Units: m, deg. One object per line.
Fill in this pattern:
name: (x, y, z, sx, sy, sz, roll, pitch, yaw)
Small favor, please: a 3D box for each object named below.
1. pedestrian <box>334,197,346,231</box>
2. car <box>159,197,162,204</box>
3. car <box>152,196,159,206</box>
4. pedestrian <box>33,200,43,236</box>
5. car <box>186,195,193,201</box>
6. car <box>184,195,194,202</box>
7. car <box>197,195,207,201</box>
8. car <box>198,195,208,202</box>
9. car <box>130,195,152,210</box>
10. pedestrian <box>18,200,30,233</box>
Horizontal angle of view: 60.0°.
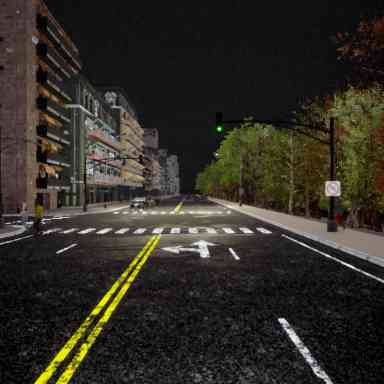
pedestrian: (7.818, 1.143, 17.783, 0.375, 1.860, 0.375, 0, 0, 0)
car: (-7.096, 1.622, 65.446, 1.895, 1.301, 4.718, 0, 0, 0)
car: (-7.049, 1.366, 53.879, 2.097, 1.767, 4.553, 0, 0, -1)
pedestrian: (-7.818, 1.295, 16.951, 0.375, 1.860, 0.375, 0, 0, 0)
car: (-0.724, 1.492, 84.931, 1.812, 1.442, 4.674, 0, 0, 0)
car: (-0.636, 1.546, 74.507, 2.128, 1.511, 4.902, 0, 0, 0)
car: (2.525, 1.492, 84.958, 2.128, 1.511, 4.902, 0, 0, 0)
car: (2.614, 1.546, 74.538, 2.128, 1.511, 4.902, 0, 0, 0)
car: (-6.975, 1.500, 44.075, 2.128, 1.511, 4.902, 0, 0, 0)
pedestrian: (-9.158, 1.296, 18.258, 0.375, 1.860, 0.375, 0, 0, 0)
